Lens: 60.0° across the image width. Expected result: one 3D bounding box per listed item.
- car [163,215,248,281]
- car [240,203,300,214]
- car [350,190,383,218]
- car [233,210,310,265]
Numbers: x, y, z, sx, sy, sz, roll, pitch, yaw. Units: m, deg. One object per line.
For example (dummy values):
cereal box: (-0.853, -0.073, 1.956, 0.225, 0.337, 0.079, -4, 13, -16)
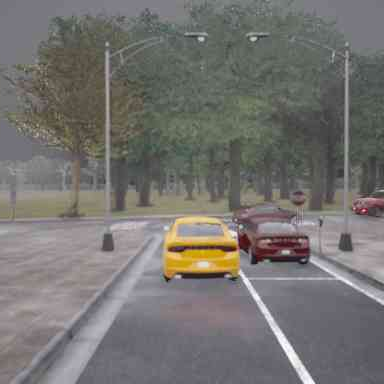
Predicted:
car: (0.164, 1.477, 9.953, 1.882, 1.535, 5.008, 0, 0, -2)
car: (4.709, 1.432, 21.013, 4.674, 1.442, 1.812, -2, 1, -26)
car: (14.919, 0.817, 24.913, 5.566, 2.045, 2.150, -1, 1, 0)
car: (2.628, 1.544, 11.532, 1.887, 1.381, 4.507, -1, 0, 0)
